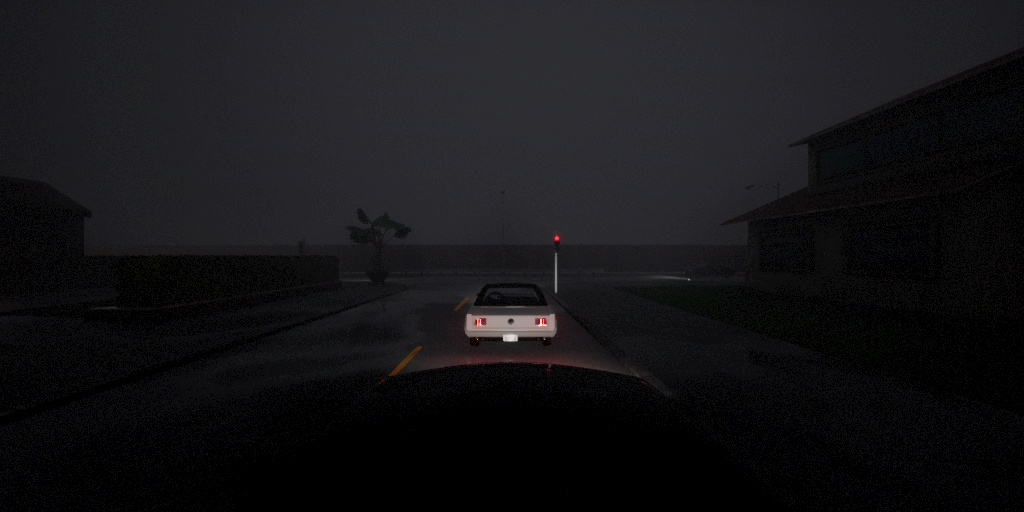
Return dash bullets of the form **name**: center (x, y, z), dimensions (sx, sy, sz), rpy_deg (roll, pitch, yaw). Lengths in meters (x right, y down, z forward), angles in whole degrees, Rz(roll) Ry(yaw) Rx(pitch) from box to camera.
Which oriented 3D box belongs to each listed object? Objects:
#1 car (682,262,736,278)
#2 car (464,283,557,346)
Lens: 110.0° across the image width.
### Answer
- **car**: center (18.248, 1.276, 33.291), dimensions (4.674, 1.442, 1.812), rpy_deg (0, 0, -1)
- **car**: center (-0.026, 1.351, 9.400), dimensions (1.895, 1.301, 4.718), rpy_deg (0, 0, 0)
